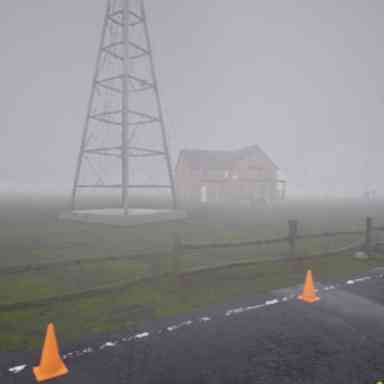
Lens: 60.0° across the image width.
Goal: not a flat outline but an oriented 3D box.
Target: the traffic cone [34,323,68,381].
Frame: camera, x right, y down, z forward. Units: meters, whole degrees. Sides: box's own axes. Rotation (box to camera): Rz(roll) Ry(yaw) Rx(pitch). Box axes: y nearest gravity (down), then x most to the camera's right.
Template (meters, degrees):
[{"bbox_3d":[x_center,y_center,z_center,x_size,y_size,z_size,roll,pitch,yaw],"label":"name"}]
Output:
[{"bbox_3d":[-1.755,1.935,4.139,0.340,0.580,0.340,0,0,-35],"label":"traffic cone"}]

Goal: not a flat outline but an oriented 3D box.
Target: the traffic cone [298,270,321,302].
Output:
[{"bbox_3d":[2.461,1.938,6.972,0.340,0.580,0.340,0,0,-33],"label":"traffic cone"}]
